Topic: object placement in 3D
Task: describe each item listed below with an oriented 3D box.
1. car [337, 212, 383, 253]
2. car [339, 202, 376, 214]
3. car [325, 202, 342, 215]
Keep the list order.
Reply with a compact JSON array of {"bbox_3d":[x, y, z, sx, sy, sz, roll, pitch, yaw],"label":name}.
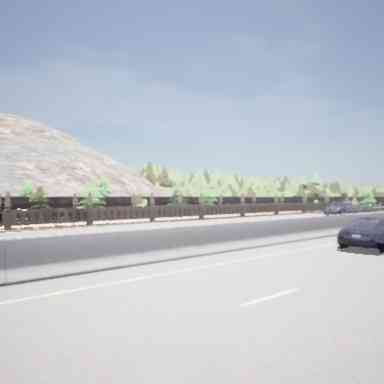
[{"bbox_3d":[8.308,1.795,14.924,4.181,1.385,1.994,0,-1,-39],"label":"car"},{"bbox_3d":[18.714,2.142,37.012,4.181,1.385,1.994,0,-1,-39],"label":"car"},{"bbox_3d":[18.397,2.014,41.251,4.553,1.767,2.097,0,-1,-39],"label":"car"}]
